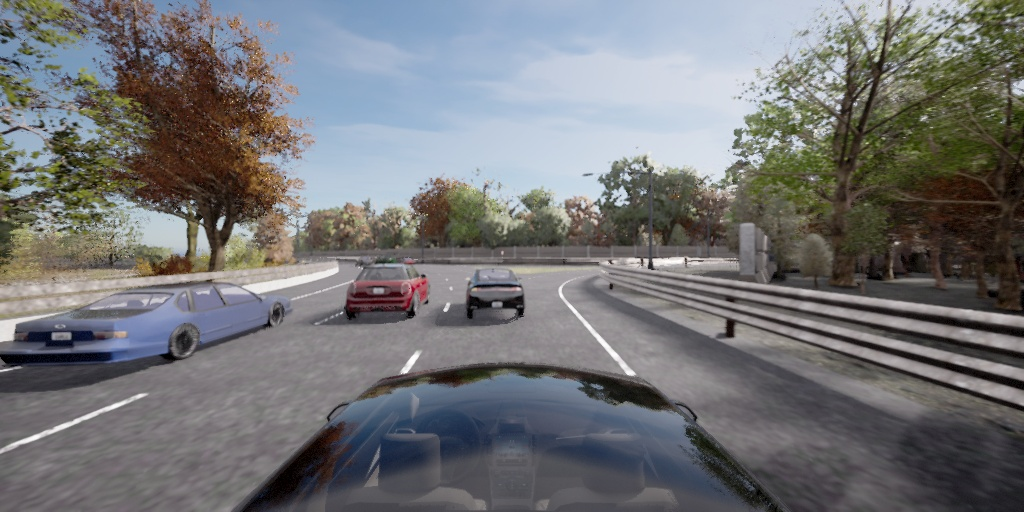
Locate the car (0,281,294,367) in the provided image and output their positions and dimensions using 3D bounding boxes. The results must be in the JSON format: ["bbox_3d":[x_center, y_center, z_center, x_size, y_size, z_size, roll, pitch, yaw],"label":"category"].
[{"bbox_3d":[-7.220,1.284,8.107,2.033,1.411,5.357,0,0,-4],"label":"car"}]

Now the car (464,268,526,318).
[{"bbox_3d":[-0.665,1.172,12.730,2.128,1.511,4.902,0,0,-6],"label":"car"}]

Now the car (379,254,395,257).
[{"bbox_3d":[-21.676,0.668,61.557,2.150,2.045,5.566,-1,0,-36],"label":"car"}]

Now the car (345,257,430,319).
[{"bbox_3d":[-4.207,1.046,12.835,2.097,1.767,4.553,0,0,-6],"label":"car"}]
